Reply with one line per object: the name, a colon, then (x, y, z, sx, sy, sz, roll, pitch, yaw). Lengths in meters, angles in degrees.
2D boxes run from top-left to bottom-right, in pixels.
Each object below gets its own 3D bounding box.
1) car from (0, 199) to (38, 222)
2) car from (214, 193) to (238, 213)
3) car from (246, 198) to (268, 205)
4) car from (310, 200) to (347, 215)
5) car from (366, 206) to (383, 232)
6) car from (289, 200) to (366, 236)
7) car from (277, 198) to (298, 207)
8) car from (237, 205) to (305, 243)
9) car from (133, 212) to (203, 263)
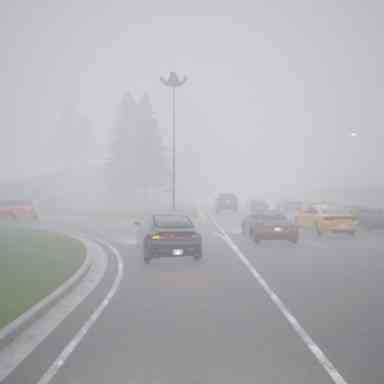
car: (-14.023, 1.308, 25.553, 4.553, 1.767, 2.097, 0, 0, 28)
car: (3.597, 1.162, 35.422, 2.150, 2.045, 5.566, 0, 0, 0)
car: (7.097, 1.444, 36.372, 1.837, 1.490, 4.892, 0, 0, 0)
car: (14.097, 1.543, 34.726, 1.895, 1.301, 4.718, 0, 0, 0)
car: (10.599, 1.531, 19.932, 1.994, 1.385, 4.181, 0, 0, 0)
car: (7.099, 1.447, 18.097, 1.882, 1.535, 5.008, 0, 0, 0)
car: (10.597, 1.431, 36.254, 2.128, 1.511, 4.902, 0, 0, 0)
car: (3.599, 1.537, 15.949, 1.994, 1.385, 4.181, 0, 0, 0)
car: (-0.964, 1.485, 12.024, 1.837, 1.490, 4.892, 0, 0, -13)
